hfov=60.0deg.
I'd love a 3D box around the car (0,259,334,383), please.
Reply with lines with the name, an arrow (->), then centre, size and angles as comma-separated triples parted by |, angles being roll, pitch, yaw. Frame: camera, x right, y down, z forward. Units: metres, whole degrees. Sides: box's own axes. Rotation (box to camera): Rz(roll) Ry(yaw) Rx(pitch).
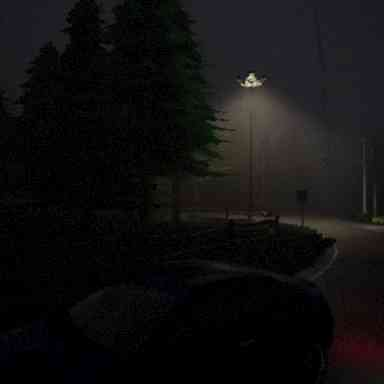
car -> -0.236, 1.554, 3.567 | 4.674, 1.442, 1.812 | 1, 0, -39
